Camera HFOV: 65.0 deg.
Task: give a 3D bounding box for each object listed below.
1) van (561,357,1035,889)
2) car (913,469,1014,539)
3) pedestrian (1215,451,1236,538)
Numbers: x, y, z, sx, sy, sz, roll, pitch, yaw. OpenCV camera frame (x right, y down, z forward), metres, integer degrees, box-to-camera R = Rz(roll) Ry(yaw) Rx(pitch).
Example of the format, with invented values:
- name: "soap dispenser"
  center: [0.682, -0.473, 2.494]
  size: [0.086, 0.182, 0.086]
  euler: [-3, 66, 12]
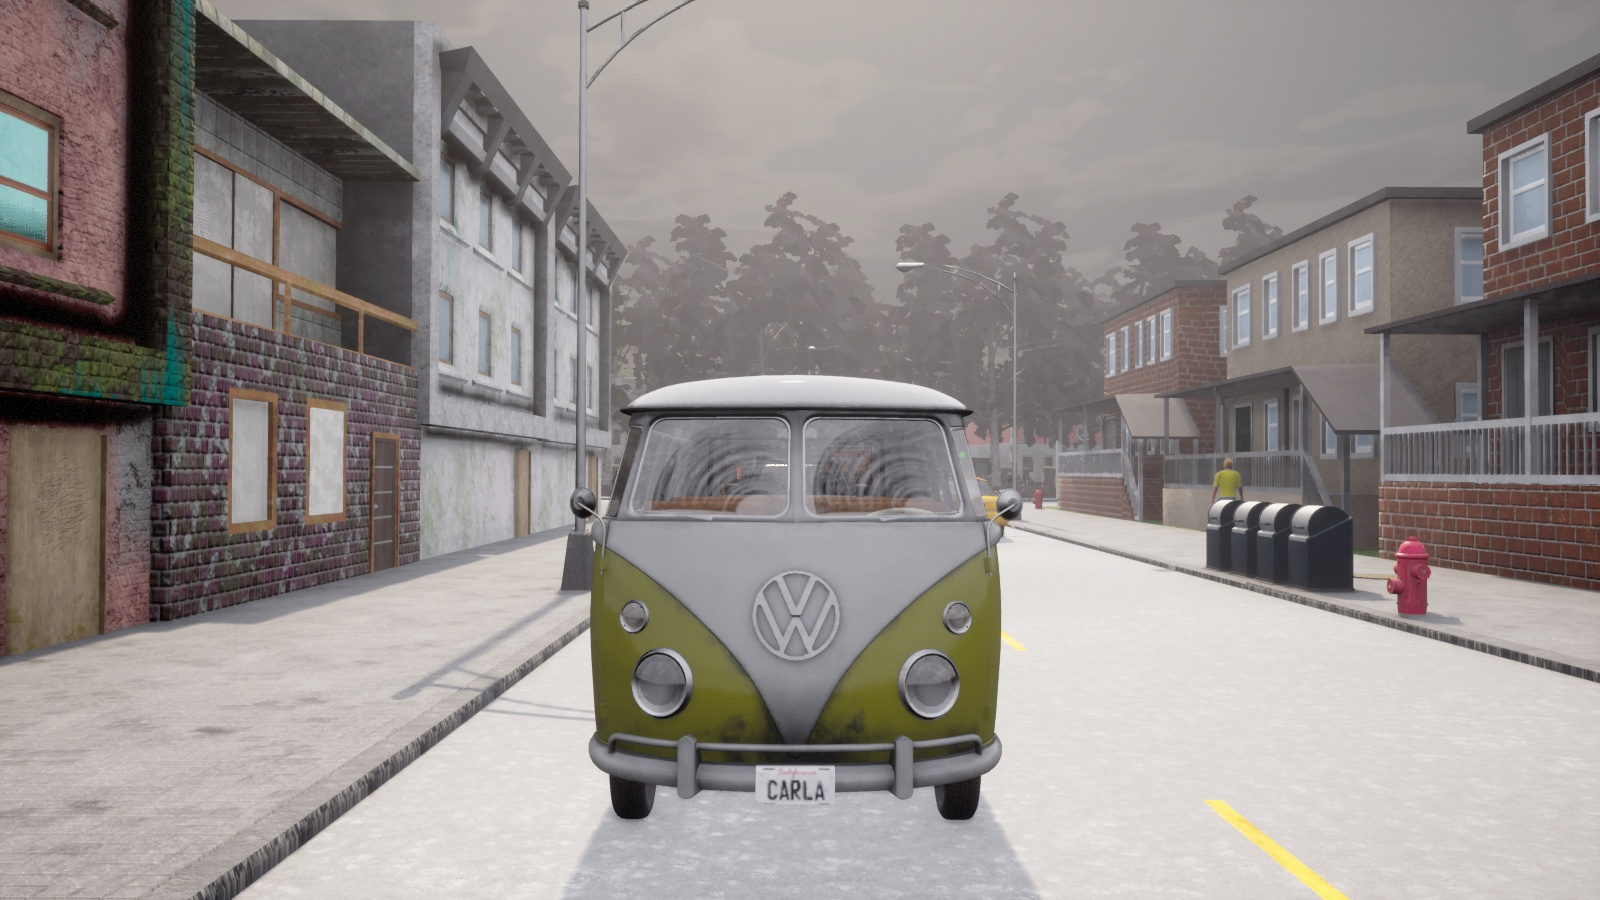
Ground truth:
- name: "van"
  center: [-0.016, 0.684, 6.936]
  size: [1.775, 1.987, 4.442]
  euler: [0, -1, 0]
- name: "car"
  center: [3.932, 1.258, 31.040]
  size: [1.801, 1.575, 5.366]
  euler: [0, -1, 0]
- name: "pedestrian"
  center: [9.061, 0.936, 26.757]
  size: [0.354, 1.836, 0.706]
  euler: [-1, -1, 23]
